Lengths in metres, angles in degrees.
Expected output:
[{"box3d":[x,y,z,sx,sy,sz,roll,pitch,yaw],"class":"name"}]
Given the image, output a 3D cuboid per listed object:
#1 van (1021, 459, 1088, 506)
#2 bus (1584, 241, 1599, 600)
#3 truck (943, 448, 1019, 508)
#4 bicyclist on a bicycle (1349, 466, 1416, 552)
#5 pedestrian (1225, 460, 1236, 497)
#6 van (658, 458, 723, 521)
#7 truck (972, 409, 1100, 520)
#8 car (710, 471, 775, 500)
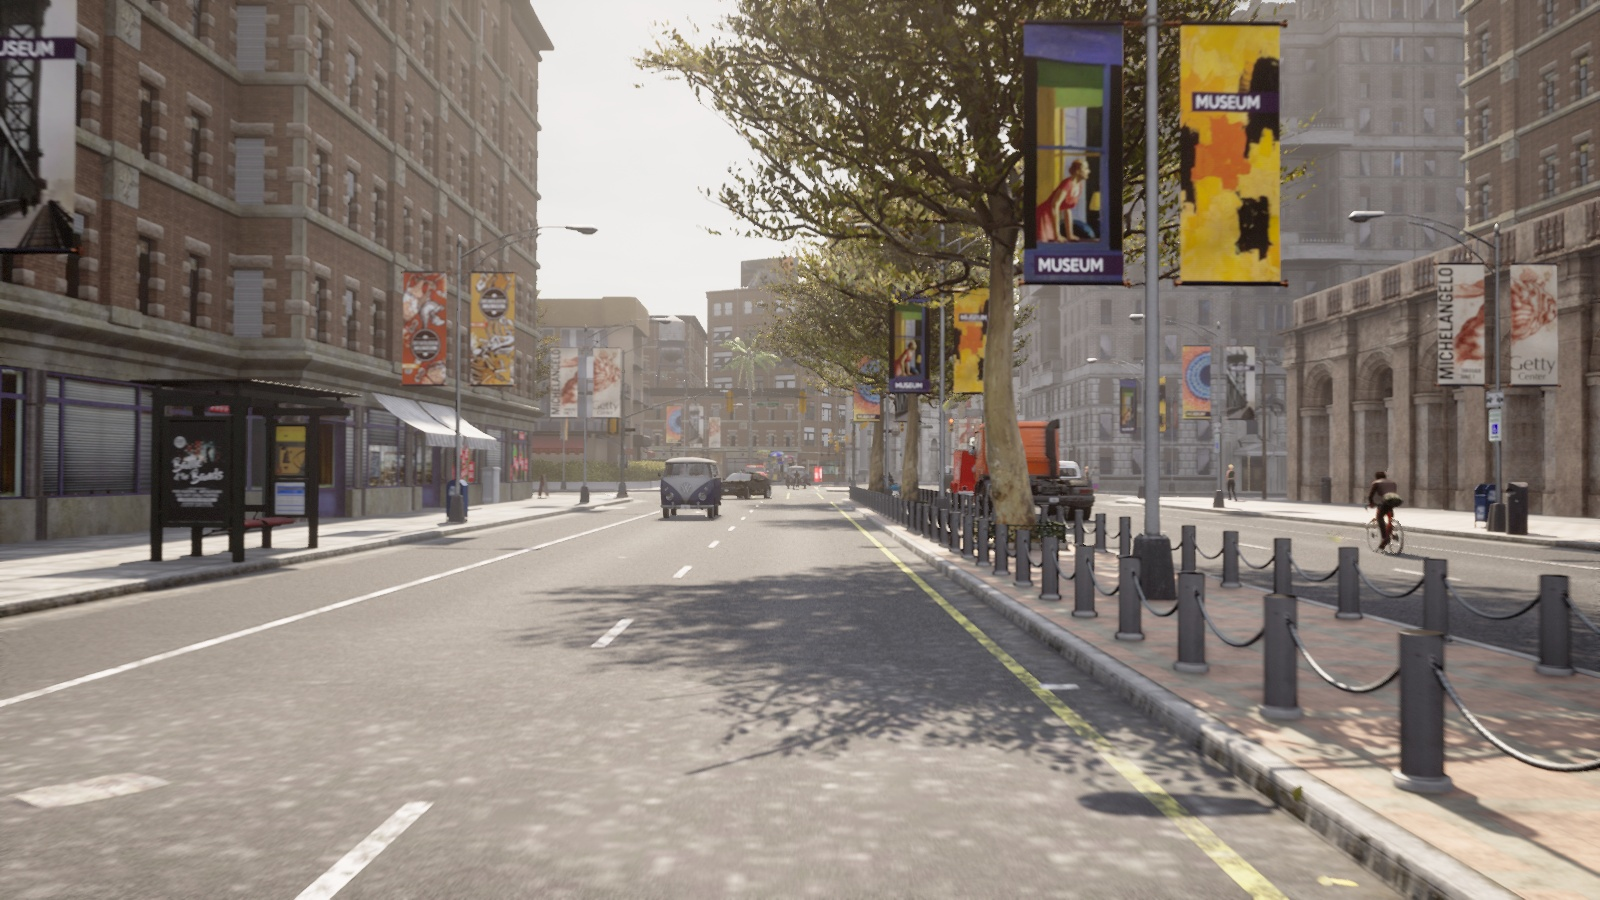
[{"box3d":[11.361,1.435,56.302,2.069,2.038,4.480,0,-1,0],"class":"van"},{"box3d":[11.470,-0.440,10.010,3.944,4.253,10.273,0,-1,0],"class":"bus"},{"box3d":[7.759,1.208,54.441,2.627,2.467,5.204,0,-1,1],"class":"truck"},{"box3d":[11.317,1.131,24.439,0.582,1.620,1.656,0,-1,2],"class":"bicyclist on a bicycle"},{"box3d":[21.333,1.427,62.196,0.345,1.836,0.594,0,-1,0],"class":"pedestrian"},{"box3d":[-3.604,1.283,41.911,1.775,1.987,4.442,0,-1,0],"class":"van"},{"box3d":[7.890,0.522,43.067,2.891,3.462,7.936,0,-1,0],"class":"truck"},{"box3d":[-3.127,1.971,69.655,1.882,1.535,5.008,-1,-1,19],"class":"car"}]
